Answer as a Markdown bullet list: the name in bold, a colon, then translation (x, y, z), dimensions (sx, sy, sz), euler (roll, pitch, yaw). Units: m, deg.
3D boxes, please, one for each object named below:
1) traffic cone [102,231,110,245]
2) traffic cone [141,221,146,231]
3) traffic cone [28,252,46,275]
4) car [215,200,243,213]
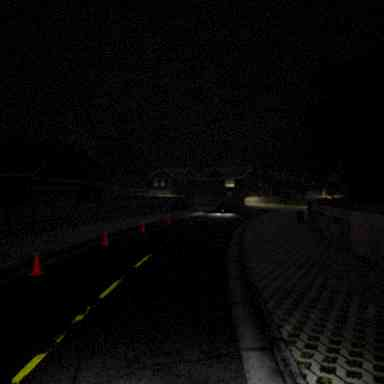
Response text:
- **traffic cone**: translation (-3.697, 1.973, 14.277), dimensions (0.340, 0.580, 0.340), euler (0, 0, 8)
- **traffic cone**: translation (-2.834, 1.985, 19.342), dimensions (0.340, 0.580, 0.340), euler (0, 0, 11)
- **traffic cone**: translation (-4.279, 1.963, 9.172), dimensions (0.340, 0.580, 0.340), euler (0, 0, 5)
- **car**: translation (4.399, 1.634, 38.437), dimensions (2.033, 1.411, 5.357), euler (0, 0, 24)
